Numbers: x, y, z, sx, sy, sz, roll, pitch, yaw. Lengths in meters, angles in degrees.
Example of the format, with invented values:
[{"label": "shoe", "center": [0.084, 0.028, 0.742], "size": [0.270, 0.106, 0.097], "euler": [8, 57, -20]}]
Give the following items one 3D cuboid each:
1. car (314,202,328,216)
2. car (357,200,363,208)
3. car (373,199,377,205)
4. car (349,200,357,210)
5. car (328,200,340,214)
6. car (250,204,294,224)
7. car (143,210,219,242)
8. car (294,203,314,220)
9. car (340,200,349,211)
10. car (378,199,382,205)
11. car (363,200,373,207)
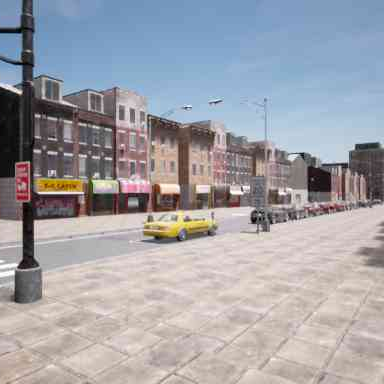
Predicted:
[{"label": "car", "center": [12.565, 1.821, 35.094], "size": [1.802, 1.307, 4.206], "euler": [-1, -1, 35]}, {"label": "car", "center": [25.606, 2.014, 53.432], "size": [2.008, 1.369, 4.403], "euler": [-1, -1, 35]}, {"label": "car", "center": [35.387, 2.212, 67.184], "size": [1.887, 1.381, 4.507], "euler": [-1, -2, 35]}, {"label": "car", "center": [22.346, 1.952, 48.847], "size": [2.008, 1.369, 4.403], "euler": [-1, -1, 35]}, {"label": "car", "center": [15.825, 1.834, 39.678], "size": [1.887, 1.381, 4.507], "euler": [-1, -1, 35]}, {"label": "car", "center": [6.044, 1.715, 25.925], "size": [1.947, 1.339, 4.313], "euler": [-1, -1, 35]}, {"label": "car", "center": [-0.379, 1.598, 16.895], "size": [1.752, 1.417, 4.829], "euler": [-1, -1, 35]}, {"label": "car", "center": [9.304, 1.743, 30.510], "size": [2.008, 1.369, 4.403], "euler": [-1, -1, 35]}, {"label": "car", "center": [19.084, 1.784, 44.265], "size": [1.967, 1.590, 4.097], "euler": [-1, -1, 35]}, {"label": "car", "center": [45.168, 2.461, 80.936], "size": [2.008, 1.369, 4.403], "euler": [-2, -2, 35]}, {"label": "car", "center": [32.128, 2.147, 62.601], "size": [2.008, 1.369, 4.403], "euler": [-1, -1, 35]}]
